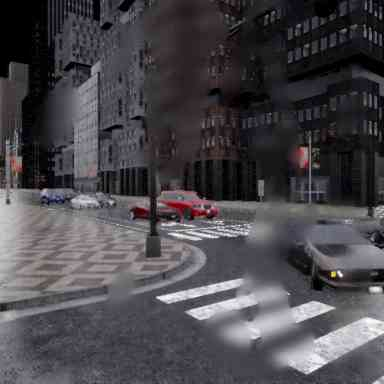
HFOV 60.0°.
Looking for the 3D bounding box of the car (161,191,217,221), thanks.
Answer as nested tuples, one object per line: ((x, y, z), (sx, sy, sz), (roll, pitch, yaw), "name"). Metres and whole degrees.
((-0.467, 0.953, 25.113), (2.150, 2.045, 5.566), (0, 1, -36), "car")

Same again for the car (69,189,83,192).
((-19.047, 0.494, 50.825), (2.150, 2.045, 5.566), (0, 1, -36), "car")

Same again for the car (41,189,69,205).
((-18.757, 0.573, 44.830), (2.150, 2.045, 5.566), (0, 1, -36), "car")

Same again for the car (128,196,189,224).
((-2.607, 1.225, 22.527), (1.882, 1.535, 5.008), (0, 1, -36), "car")

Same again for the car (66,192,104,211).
((-11.072, 1.069, 34.151), (1.812, 1.442, 4.674), (0, 1, -36), "car")

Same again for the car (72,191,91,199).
((-21.985, 0.531, 66.145), (2.128, 1.511, 4.902), (0, 1, -36), "car")

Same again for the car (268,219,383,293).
((3.597, 1.515, 9.293), (2.033, 1.411, 5.357), (0, 1, -2), "car")

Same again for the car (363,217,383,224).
((8.768, 1.500, 12.397), (2.033, 1.411, 5.357), (0, 1, -36), "car")

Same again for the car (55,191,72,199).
((-25.132, 0.509, 64.948), (1.882, 1.535, 5.008), (0, 1, -36), "car")

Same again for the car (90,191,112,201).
((-15.820, 0.683, 57.656), (1.882, 1.535, 5.008), (0, 1, -36), "car")

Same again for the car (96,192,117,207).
((-10.339, 0.984, 38.719), (2.128, 1.511, 4.902), (0, 1, -36), "car")
